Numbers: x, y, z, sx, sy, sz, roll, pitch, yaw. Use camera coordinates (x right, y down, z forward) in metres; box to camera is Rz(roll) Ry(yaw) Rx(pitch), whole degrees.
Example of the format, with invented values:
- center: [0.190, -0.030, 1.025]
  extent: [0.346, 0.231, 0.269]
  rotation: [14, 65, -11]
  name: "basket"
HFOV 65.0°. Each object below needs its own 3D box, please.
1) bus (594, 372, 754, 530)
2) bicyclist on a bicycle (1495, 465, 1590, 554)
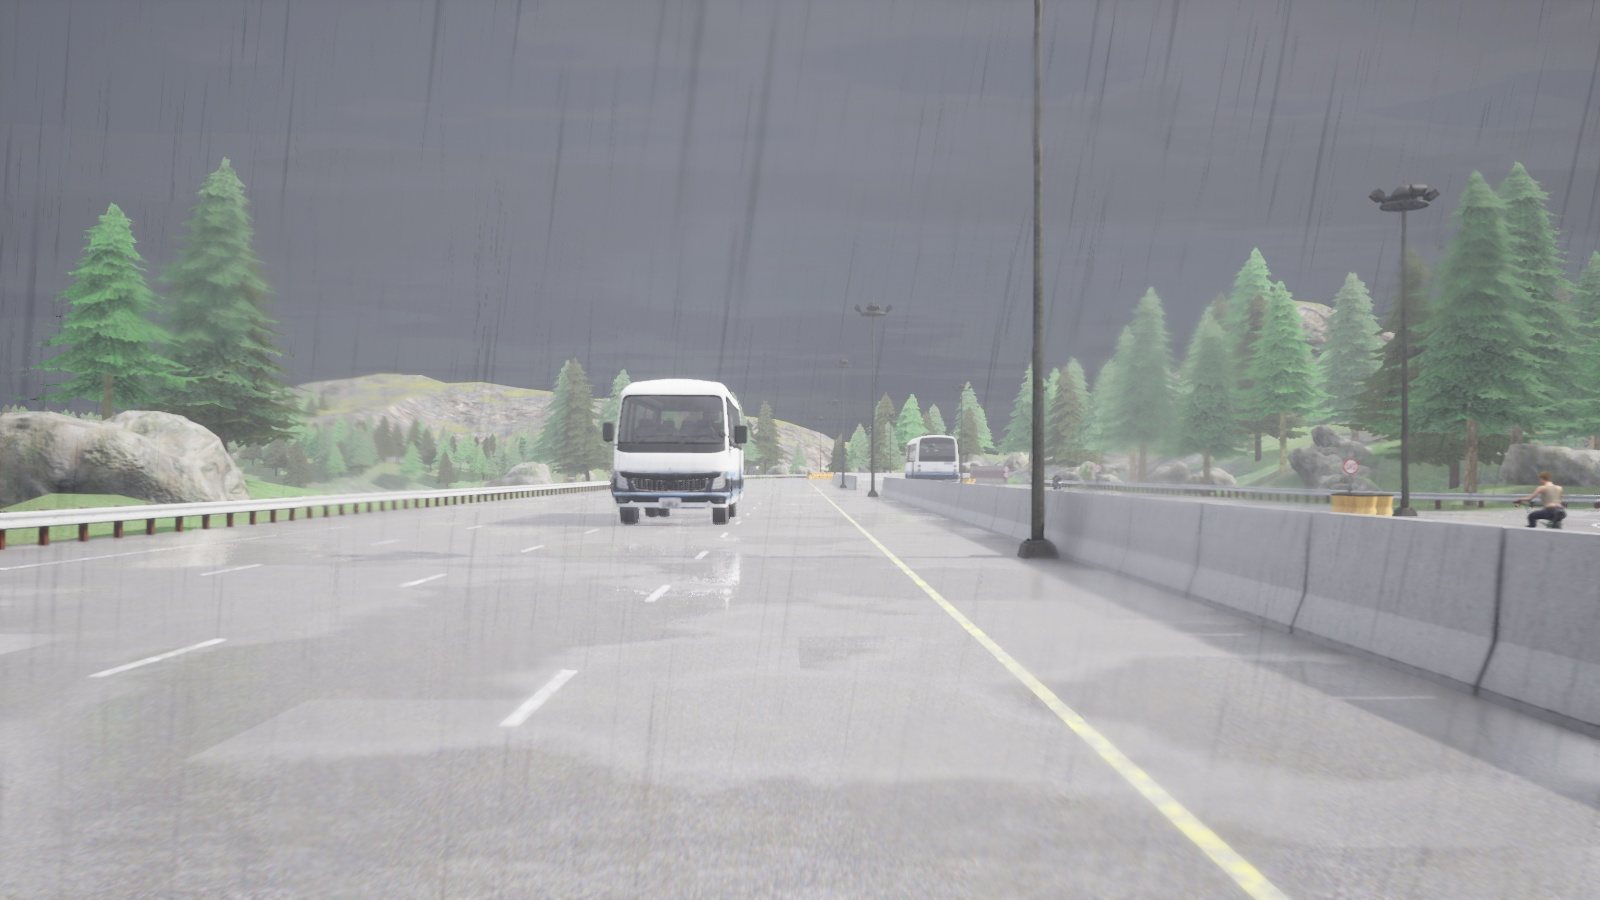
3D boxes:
- center: [-3.597, 0.106, 39.031]
  extent: [3.944, 4.253, 10.273]
  rotation: [0, -1, 0]
  name: "bus"
- center: [13.945, 1.091, 23.622]
  extent: [0.866, 1.612, 1.509]
  rotation: [0, -1, 0]
  name: "bicyclist on a bicycle"
